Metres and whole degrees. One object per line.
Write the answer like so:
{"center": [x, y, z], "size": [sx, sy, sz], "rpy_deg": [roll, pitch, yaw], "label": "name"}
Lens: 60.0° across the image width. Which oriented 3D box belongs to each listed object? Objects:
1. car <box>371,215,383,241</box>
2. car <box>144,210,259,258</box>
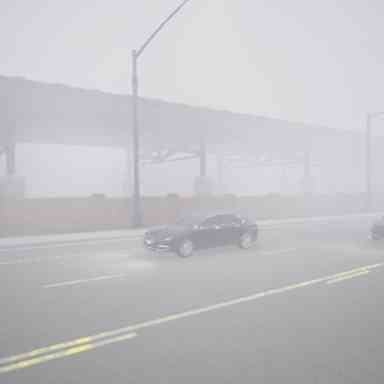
{"center": [10.367, 1.509, 15.678], "size": [5.008, 1.535, 1.882], "rpy_deg": [0, 0, -35], "label": "car"}
{"center": [0.487, 1.511, 12.936], "size": [4.892, 1.490, 1.837], "rpy_deg": [0, 0, -35], "label": "car"}
